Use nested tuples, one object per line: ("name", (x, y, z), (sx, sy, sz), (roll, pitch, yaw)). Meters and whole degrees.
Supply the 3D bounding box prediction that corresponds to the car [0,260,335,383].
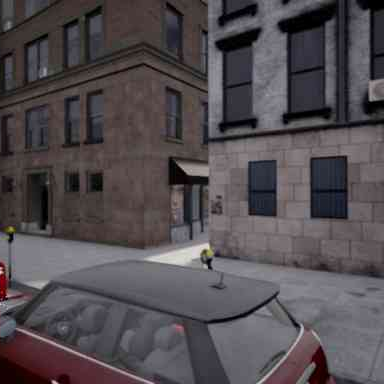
("car", (-0.827, 1.451, 3.391), (4.097, 1.590, 1.967), (0, 0, 35))
